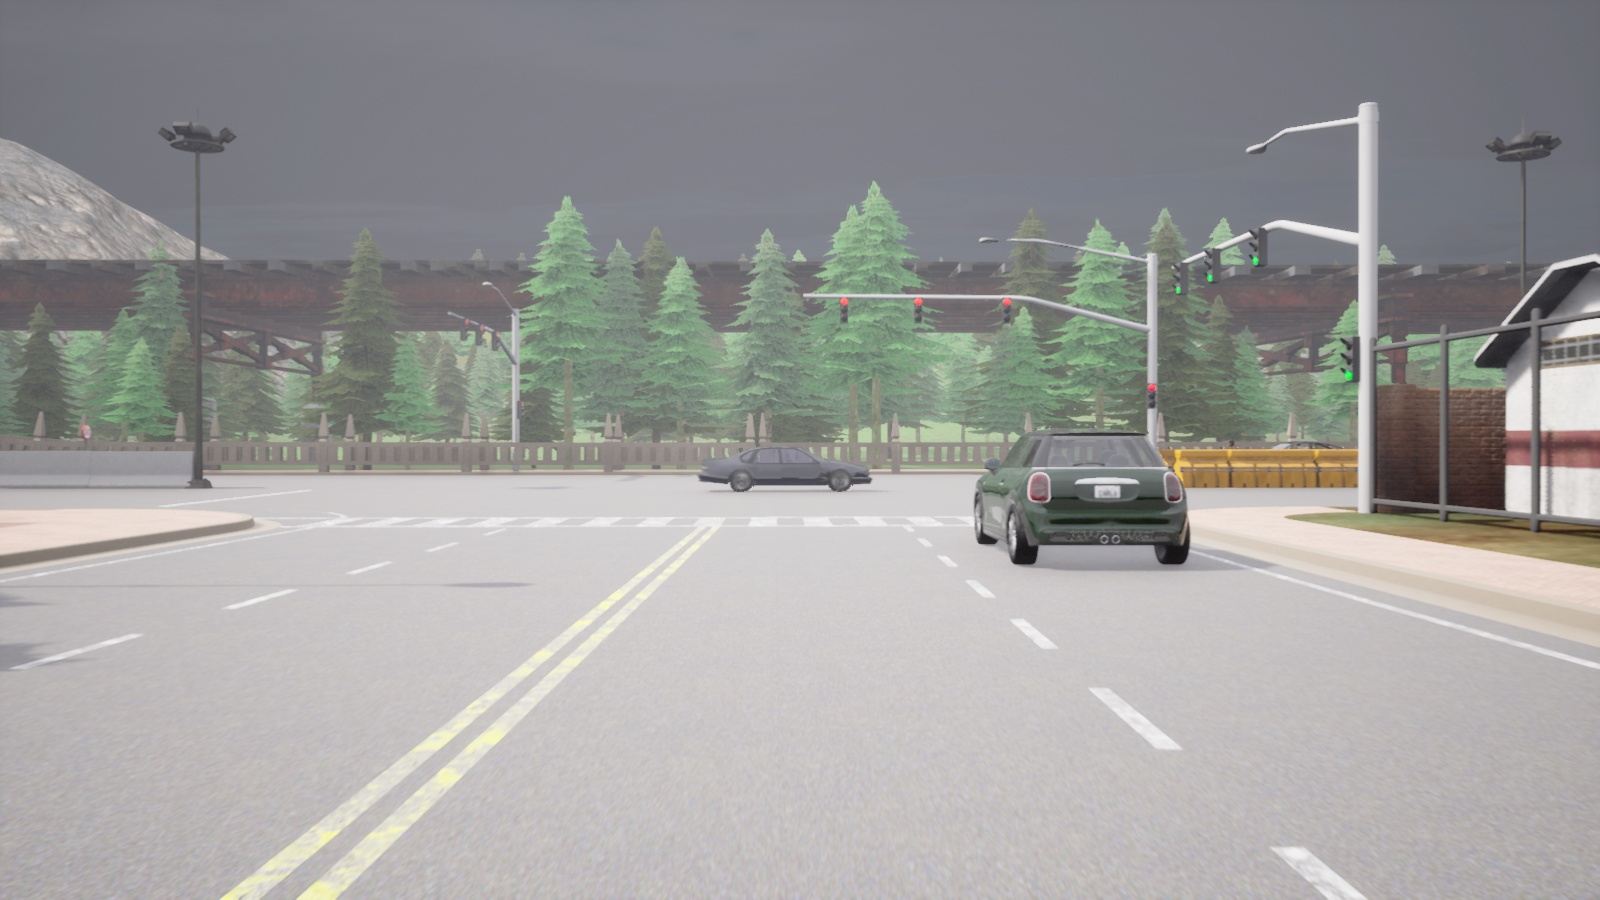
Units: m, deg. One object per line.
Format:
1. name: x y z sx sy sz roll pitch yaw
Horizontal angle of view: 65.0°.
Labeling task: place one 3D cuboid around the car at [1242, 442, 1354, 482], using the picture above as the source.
1. car: 19.661 0.461 49.668 3.705 1.549 1.789 0 0 -1

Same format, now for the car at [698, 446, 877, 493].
1. car: -0.394 0.576 38.658 5.357 1.411 2.033 0 0 -1

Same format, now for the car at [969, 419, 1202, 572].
1. car: 3.611 0.513 16.805 2.097 1.767 4.553 0 0 0
